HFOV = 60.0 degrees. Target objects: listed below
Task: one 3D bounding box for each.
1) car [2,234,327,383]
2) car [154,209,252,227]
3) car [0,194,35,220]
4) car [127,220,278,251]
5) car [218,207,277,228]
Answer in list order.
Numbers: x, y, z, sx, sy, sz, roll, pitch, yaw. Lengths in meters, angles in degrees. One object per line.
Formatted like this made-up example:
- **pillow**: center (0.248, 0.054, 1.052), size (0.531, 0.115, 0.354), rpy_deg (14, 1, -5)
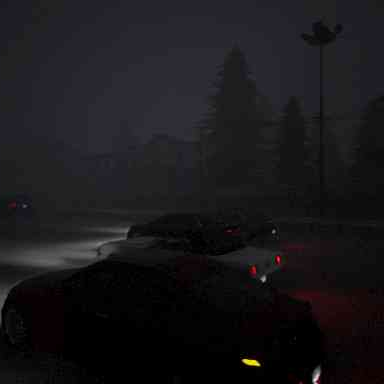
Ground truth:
- **car**: center (-0.693, 1.524, 4.488), size (4.674, 1.442, 1.812), rpy_deg (0, 0, 36)
- **car**: center (-0.412, 1.501, 12.884), size (4.892, 1.490, 1.837), rpy_deg (0, 0, 36)
- **car**: center (-15.446, 1.209, 27.912), size (5.566, 2.045, 2.150), rpy_deg (0, 0, 36)
- **car**: center (-0.254, 1.599, 8.473), size (4.718, 1.301, 1.895), rpy_deg (0, 0, 36)
- **car**: center (1.567, 1.488, 15.774), size (4.902, 1.511, 2.128), rpy_deg (0, 0, 36)
